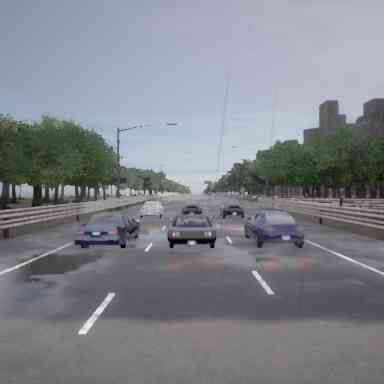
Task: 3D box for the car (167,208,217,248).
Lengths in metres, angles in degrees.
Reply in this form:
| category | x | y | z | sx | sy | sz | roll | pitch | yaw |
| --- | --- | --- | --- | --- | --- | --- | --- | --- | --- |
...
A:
| category | x | y | z | sx | sy | sz | roll | pitch | yaw |
| --- | --- | --- | --- | --- | --- | --- | --- | --- | --- |
| car | 0.000 | 1.616 | 14.680 | 1.895 | 1.301 | 4.718 | 0 | 0 | 0 |

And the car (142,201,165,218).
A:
| category | x | y | z | sx | sy | sz | roll | pitch | yaw |
| --- | --- | --- | --- | --- | --- | --- | --- | --- | --- |
| car | -3.500 | 1.529 | 29.650 | 1.812 | 1.442 | 4.674 | 0 | 0 | 0 |

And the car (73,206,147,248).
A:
| category | x | y | z | sx | sy | sz | roll | pitch | yaw |
| --- | --- | --- | --- | --- | --- | --- | --- | --- | --- |
| car | -3.500 | 1.563 | 14.650 | 2.033 | 1.411 | 5.357 | 0 | 0 | 0 |

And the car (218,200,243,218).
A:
| category | x | y | z | sx | sy | sz | roll | pitch | yaw |
| --- | --- | --- | --- | --- | --- | --- | --- | --- | --- |
| car | 3.500 | 1.512 | 29.650 | 1.837 | 1.490 | 4.892 | 0 | 0 | 0 |

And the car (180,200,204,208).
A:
| category | x | y | z | sx | sy | sz | roll | pitch | yaw |
| --- | --- | --- | --- | --- | --- | --- | --- | --- | --- |
| car | 0.000 | 1.512 | 29.650 | 1.837 | 1.490 | 4.892 | 0 | 0 | 0 |

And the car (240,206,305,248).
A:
| category | x | y | z | sx | sy | sz | roll | pitch | yaw |
| --- | --- | --- | --- | --- | --- | --- | --- | --- | --- |
| car | 3.500 | 1.533 | 14.650 | 1.812 | 1.442 | 4.674 | 0 | 0 | 0 |
